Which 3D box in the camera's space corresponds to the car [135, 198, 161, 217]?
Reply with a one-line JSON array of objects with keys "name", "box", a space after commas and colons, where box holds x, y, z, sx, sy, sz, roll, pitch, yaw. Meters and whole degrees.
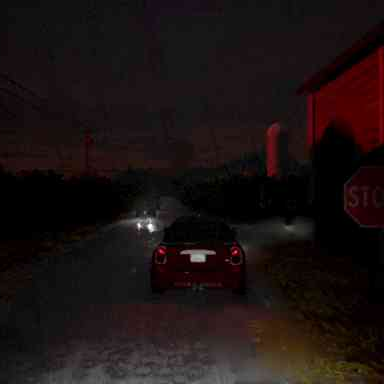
[{"name": "car", "box": [-4.542, 1.658, 33.314, 2.128, 1.511, 4.902, 0, 0, -4]}]

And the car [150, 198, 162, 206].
[{"name": "car", "box": [-6.563, 1.796, 60.993, 2.128, 1.511, 4.902, 0, 0, -4]}]

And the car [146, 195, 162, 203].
[{"name": "car", "box": [-5.435, 1.449, 45.512, 2.150, 2.045, 5.566, 0, 0, -4]}]

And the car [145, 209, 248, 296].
[{"name": "car", "box": [0.248, 1.397, 8.994, 2.097, 1.767, 4.553, 0, 0, 3]}]
